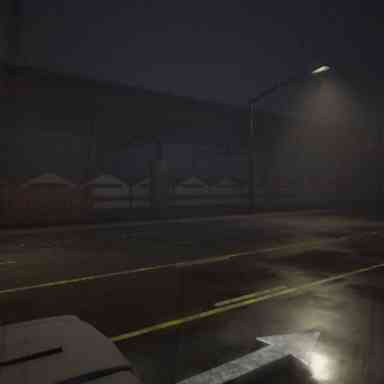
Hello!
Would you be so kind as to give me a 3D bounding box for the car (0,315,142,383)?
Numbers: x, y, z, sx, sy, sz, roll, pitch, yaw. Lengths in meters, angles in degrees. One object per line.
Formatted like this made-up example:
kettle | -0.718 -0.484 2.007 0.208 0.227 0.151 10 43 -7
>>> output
car | -2.599 1.606 1.892 4.718 1.301 1.895 0 0 -35
